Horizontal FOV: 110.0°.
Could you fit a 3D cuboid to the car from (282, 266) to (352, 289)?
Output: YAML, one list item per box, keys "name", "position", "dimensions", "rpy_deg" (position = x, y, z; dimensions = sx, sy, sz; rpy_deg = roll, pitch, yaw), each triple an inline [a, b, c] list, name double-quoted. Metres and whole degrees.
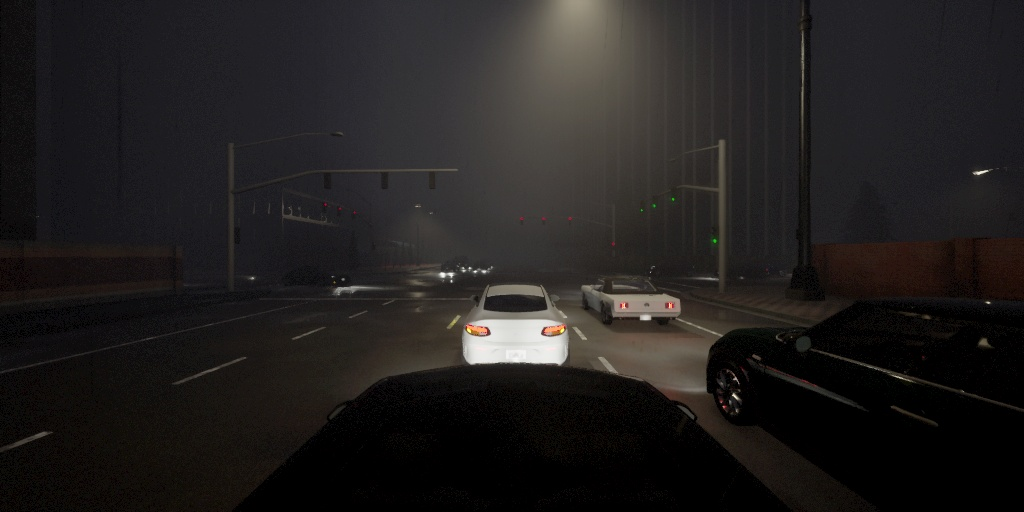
- name: "car"
  position: [-12.605, 1.314, 23.222]
  dimensions: [4.181, 1.385, 1.994]
  rpy_deg: [0, 0, 15]

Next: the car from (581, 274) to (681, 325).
- name: "car"
  position: [3.562, 1.351, 11.772]
  dimensions: [1.895, 1.301, 4.718]
  rpy_deg: [0, 0, 0]

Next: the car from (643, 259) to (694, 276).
- name: "car"
  position: [15.336, 1.102, 35.125]
  dimensions: [4.553, 1.767, 2.097]
  rpy_deg: [0, 0, 0]

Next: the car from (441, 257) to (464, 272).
- name: "car"
  position: [-7.895, 1.241, 46.226]
  dimensions: [2.128, 1.511, 4.902]
  rpy_deg: [0, 0, 1]

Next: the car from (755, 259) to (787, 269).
- name: "car"
  position: [24.228, 1.102, 35.207]
  dimensions: [4.553, 1.767, 2.097]
  rpy_deg: [0, 0, -1]

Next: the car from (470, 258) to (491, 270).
- name: "car"
  position: [-4.427, 1.314, 50.793]
  dimensions: [1.994, 1.385, 4.181]
  rpy_deg: [0, 0, -1]

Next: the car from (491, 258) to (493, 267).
- name: "car"
  position: [-4.551, 1.276, 59.408]
  dimensions: [1.812, 1.442, 4.674]
  rpy_deg: [0, 0, -1]

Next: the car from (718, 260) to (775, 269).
- name: "car"
  position: [20.187, 1.314, 31.671]
  dimensions: [4.181, 1.385, 1.994]
  rpy_deg: [0, 0, -1]

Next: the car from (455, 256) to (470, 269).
- name: "car"
  position: [-8.003, 0.971, 56.073]
  dimensions: [2.150, 2.045, 5.566]
  rpy_deg: [0, 0, -1]

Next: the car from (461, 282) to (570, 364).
- name: "car"
  position: [0.058, 1.276, 7.554]
  dimensions: [1.812, 1.442, 4.674]
  rpy_deg: [0, 0, 0]

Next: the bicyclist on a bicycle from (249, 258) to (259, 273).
- name: "bicyclist on a bicycle"
  position: [-28.411, 1.051, 39.488]
  dimensions: [0.582, 1.620, 1.656]
  rpy_deg: [0, 0, -1]

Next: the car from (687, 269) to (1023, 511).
- name: "car"
  position: [3.599, 1.102, 2.870]
  dimensions: [2.097, 1.767, 4.553]
  rpy_deg: [0, 0, 0]
